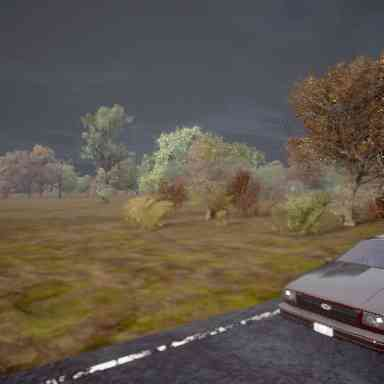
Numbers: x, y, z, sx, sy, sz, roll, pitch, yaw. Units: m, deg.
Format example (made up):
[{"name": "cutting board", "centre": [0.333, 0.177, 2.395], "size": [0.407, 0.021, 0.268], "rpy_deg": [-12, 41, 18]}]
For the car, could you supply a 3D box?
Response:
[{"name": "car", "centre": [4.013, 1.546, 6.240], "size": [5.357, 1.411, 2.033], "rpy_deg": [0, 0, -36]}]
